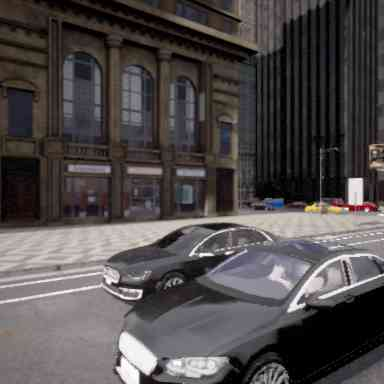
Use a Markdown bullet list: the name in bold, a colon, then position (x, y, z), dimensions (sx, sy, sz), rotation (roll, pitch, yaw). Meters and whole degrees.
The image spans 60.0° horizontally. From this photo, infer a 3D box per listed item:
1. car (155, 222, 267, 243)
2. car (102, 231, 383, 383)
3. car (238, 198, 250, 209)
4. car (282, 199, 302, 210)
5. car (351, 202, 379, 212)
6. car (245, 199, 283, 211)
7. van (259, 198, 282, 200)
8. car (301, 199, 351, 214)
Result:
- **car**: position (0.351, 1.521, 7.925), dimensions (4.892, 1.490, 1.837), rotation (1, 0, -35)
- **car**: position (1.387, 1.503, 4.672), dimensions (4.902, 1.511, 2.128), rotation (0, 0, -35)
- **car**: position (7.164, 2.184, 57.750), dimensions (2.128, 1.511, 4.902), rotation (0, -1, -35)
- **car**: position (17.146, 2.145, 53.744), dimensions (1.802, 1.307, 4.206), rotation (-1, 0, -35)
- **car**: position (23.025, 1.969, 45.441), dimensions (1.887, 1.381, 4.507), rotation (-1, 0, -35)
- **car**: position (10.409, 2.118, 48.483), dimensions (2.008, 1.369, 4.403), rotation (-1, 0, -35)
- **van**: position (14.202, 1.974, 57.897), dimensions (1.690, 1.788, 3.998), rotation (-1, 0, -35)
- **car**: position (16.162, 1.957, 40.376), dimensions (1.752, 1.417, 4.829), rotation (-1, 0, -35)
